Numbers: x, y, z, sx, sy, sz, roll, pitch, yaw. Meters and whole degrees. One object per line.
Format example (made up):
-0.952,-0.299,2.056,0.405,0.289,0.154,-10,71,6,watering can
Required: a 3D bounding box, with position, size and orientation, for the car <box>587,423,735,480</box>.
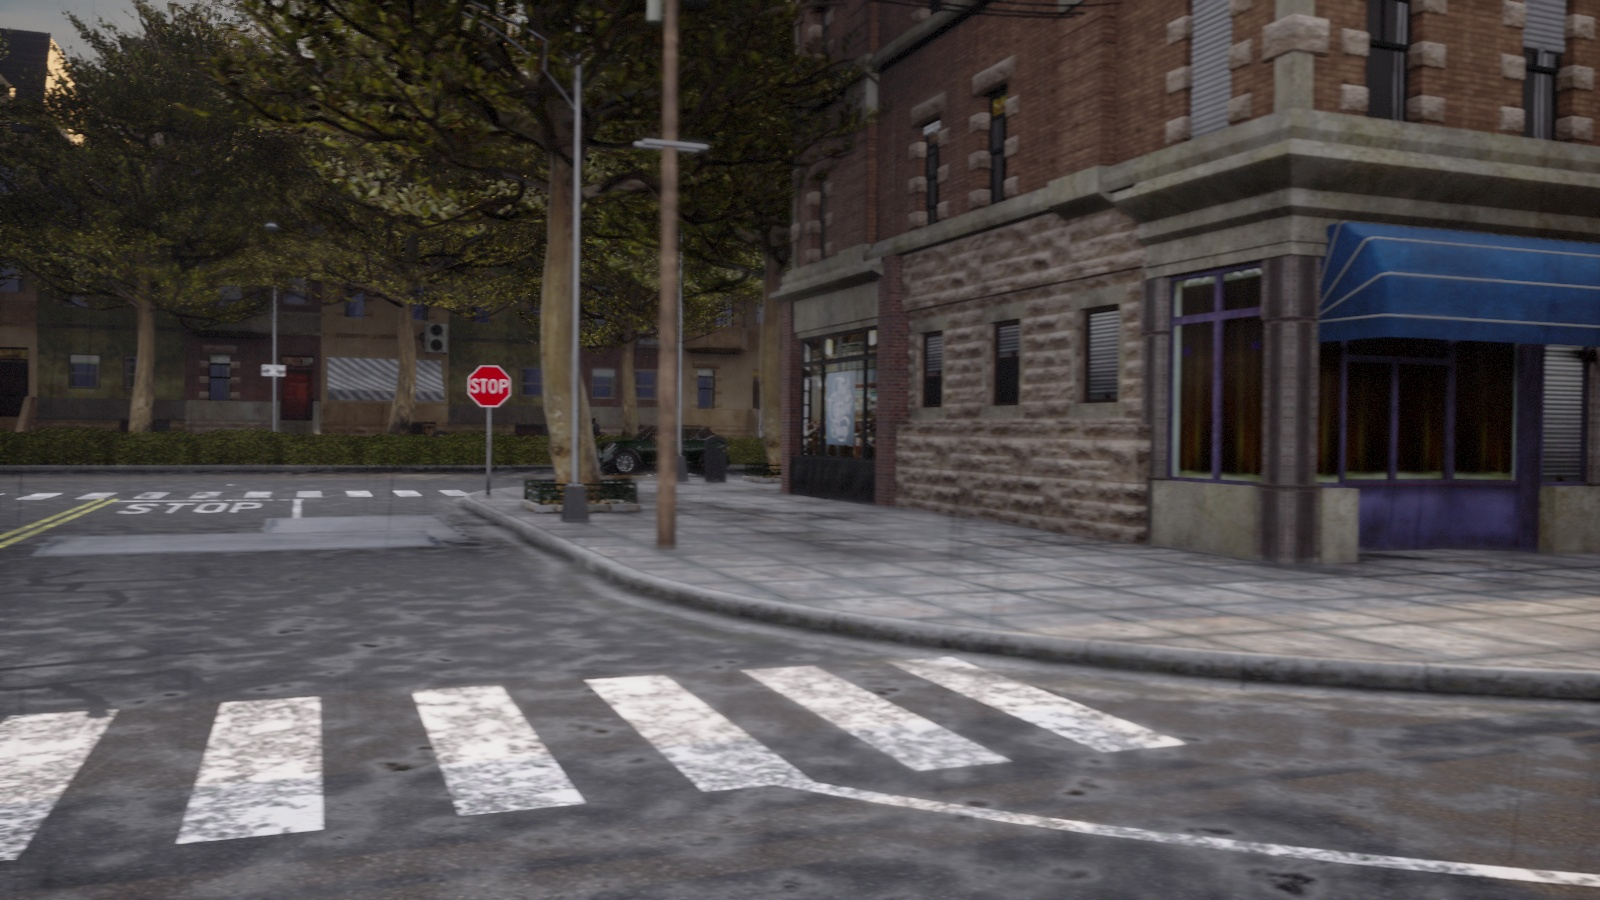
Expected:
-4.667,0.022,42.123,4.553,1.767,2.097,-1,1,-21,car
